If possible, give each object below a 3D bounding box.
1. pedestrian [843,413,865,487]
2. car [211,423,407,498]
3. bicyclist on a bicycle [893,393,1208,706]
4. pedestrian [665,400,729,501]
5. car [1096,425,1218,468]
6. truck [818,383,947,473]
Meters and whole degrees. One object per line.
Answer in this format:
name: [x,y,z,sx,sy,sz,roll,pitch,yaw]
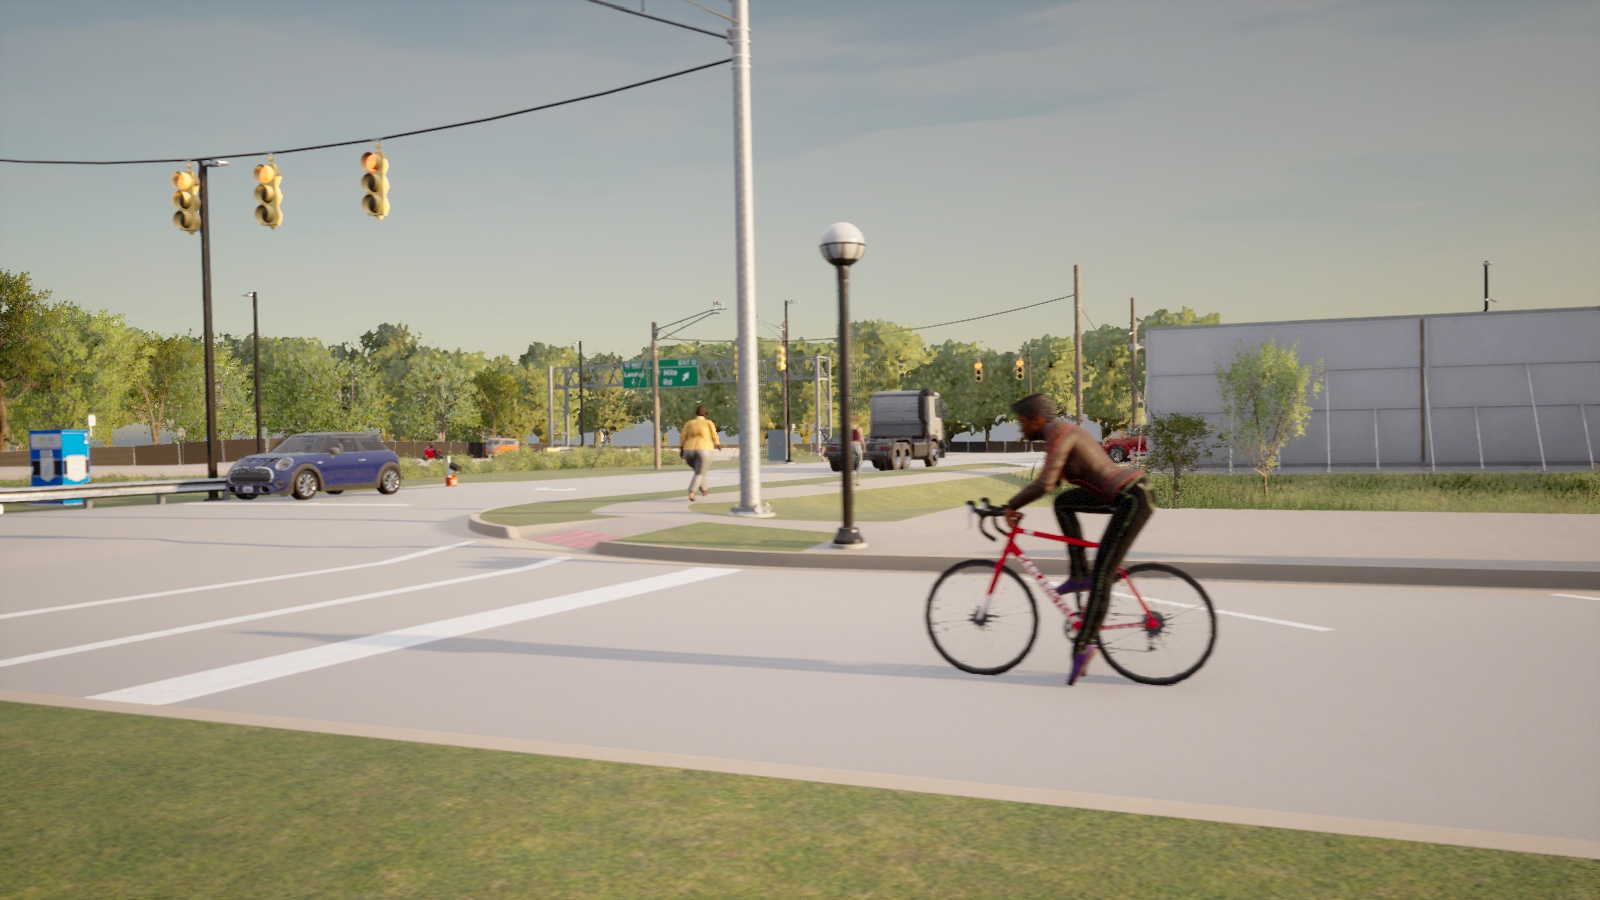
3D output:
pedestrian: [1.376,-0.002,31.703,0.345,1.836,0.594,0,1,23]
car: [-12.429,0.242,32.128,2.097,1.767,4.553,0,0,22]
bicyclist on a bicycle: [1.407,0.515,7.080,1.656,1.620,0.582,0,1,22]
pedestrian: [-1.930,0.006,23.573,0.874,1.855,0.900,0,1,21]
car: [18.069,-0.211,63.636,5.566,2.045,2.150,1,2,29]
truck: [3.616,-0.873,52.607,2.891,3.462,7.936,0,1,23]
